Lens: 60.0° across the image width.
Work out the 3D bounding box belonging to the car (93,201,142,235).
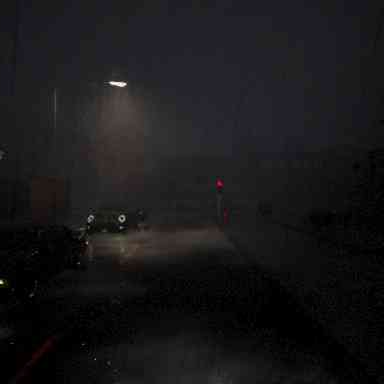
[{"bbox_3d":[-4.347,1.334,18.713,2.097,1.767,4.553,0,0,0],"label":"car"}]

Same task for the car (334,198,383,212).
[{"bbox_3d":[17.567,1.358,34.991,5.008,1.535,1.882,0,0,-1],"label":"car"}]

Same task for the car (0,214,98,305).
[{"bbox_3d":[-4.215,1.547,8.509,2.033,1.411,5.357,0,0,-1],"label":"car"}]

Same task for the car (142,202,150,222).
[{"bbox_3d":[-4.393,1.495,25.936,1.812,1.442,4.674,0,0,-1],"label":"car"}]
